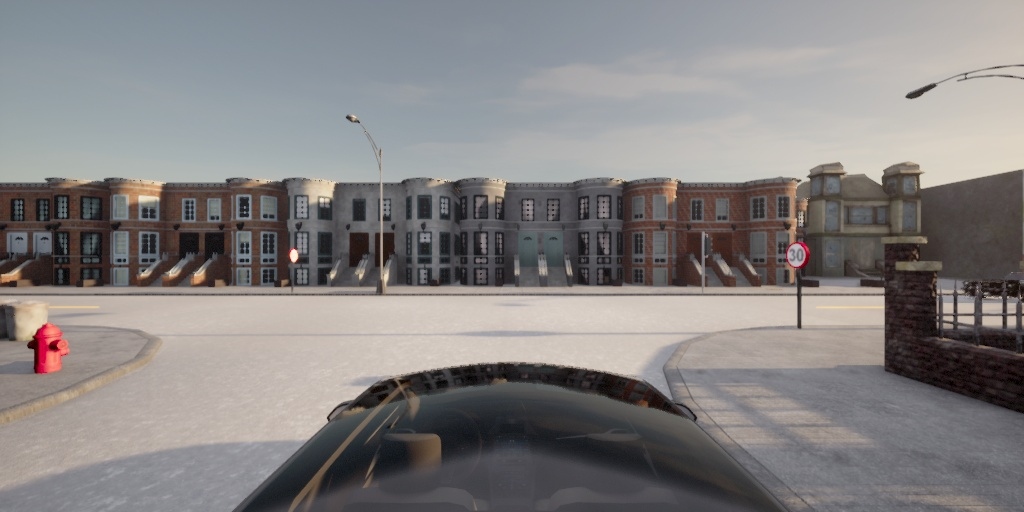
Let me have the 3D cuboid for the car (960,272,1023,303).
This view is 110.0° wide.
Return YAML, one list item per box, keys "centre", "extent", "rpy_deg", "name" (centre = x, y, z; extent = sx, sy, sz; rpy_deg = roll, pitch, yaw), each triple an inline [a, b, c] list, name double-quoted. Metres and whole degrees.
- centre: [23.151, 1.347, 15.857]
  extent: [4.718, 1.301, 1.895]
  rpy_deg: [0, 0, 0]
  name: "car"
